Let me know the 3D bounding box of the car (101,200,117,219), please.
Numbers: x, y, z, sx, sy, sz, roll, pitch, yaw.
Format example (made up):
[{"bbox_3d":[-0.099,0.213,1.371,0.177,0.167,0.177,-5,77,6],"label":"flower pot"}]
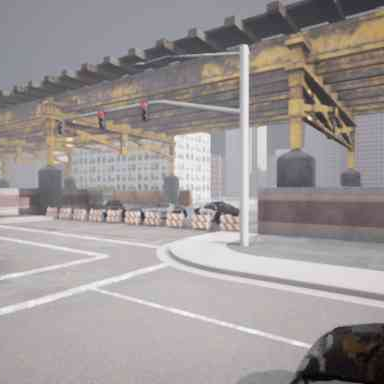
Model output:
[{"bbox_3d":[-6.603,1.419,28.181,2.038,1.542,4.974,0,0,-11],"label":"car"}]

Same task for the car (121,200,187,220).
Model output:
[{"bbox_3d":[-2.796,1.269,25.511,4.536,1.218,1.853,0,0,-1],"label":"car"}]

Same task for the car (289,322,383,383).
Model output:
[{"bbox_3d":[2.715,1.566,2.033,4.181,1.385,1.994,0,0,36],"label":"car"}]

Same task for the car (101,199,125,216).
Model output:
[{"bbox_3d":[-6.612,1.261,28.232,1.853,1.218,4.536,0,0,-11],"label":"car"}]

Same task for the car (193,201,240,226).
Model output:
[{"bbox_3d":[1.977,1.434,23.031,2.038,1.542,4.974,0,0,-26],"label":"car"}]

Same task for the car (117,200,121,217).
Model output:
[{"bbox_3d":[-2.848,1.426,25.510,4.974,1.542,2.038,0,0,-1],"label":"car"}]

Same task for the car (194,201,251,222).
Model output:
[{"bbox_3d":[1.954,1.277,23.077,1.853,1.218,4.536,0,0,-26],"label":"car"}]
